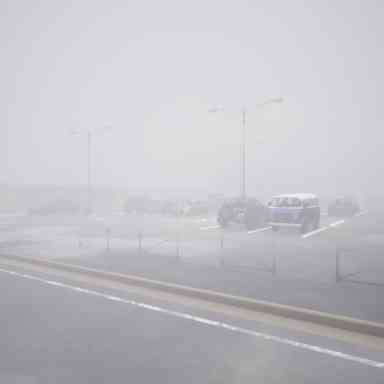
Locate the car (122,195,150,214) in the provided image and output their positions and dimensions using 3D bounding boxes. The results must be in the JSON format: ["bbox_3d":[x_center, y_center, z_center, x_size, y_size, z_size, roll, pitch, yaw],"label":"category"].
[{"bbox_3d":[-4.788,1.209,33.159,1.932,1.855,4.605,0,0,34],"label":"car"}]

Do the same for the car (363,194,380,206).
[{"bbox_3d":[27.459,1.209,50.702,1.932,1.855,4.605,0,0,34],"label":"car"}]

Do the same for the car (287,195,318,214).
[{"bbox_3d":[13.087,1.451,39.388,1.970,1.475,3.806,0,0,34],"label":"car"}]

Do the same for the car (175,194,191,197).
[{"bbox_3d":[-0.978,1.209,48.752,1.932,1.855,4.605,0,0,34],"label":"car"}]

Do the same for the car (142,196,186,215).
[{"bbox_3d":[-2.535,1.419,31.702,1.784,1.438,3.905,0,0,34],"label":"car"}]

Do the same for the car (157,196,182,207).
[{"bbox_3d":[-3.345,1.419,50.424,1.784,1.438,3.905,0,0,34],"label":"car"}]

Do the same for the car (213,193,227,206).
[{"bbox_3d":[6.397,1.451,64.922,1.970,1.475,3.806,0,0,34],"label":"car"}]

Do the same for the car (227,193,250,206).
[{"bbox_3d":[8.792,1.212,63.295,1.905,1.878,3.866,0,0,34],"label":"car"}]

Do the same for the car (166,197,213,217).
[{"bbox_3d":[-0.134,1.451,30.084,1.970,1.475,3.806,0,0,34],"label":"car"}]

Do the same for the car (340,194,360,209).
[{"bbox_3d":[25.089,1.212,52.364,1.905,1.878,3.866,0,0,34],"label":"car"}]
